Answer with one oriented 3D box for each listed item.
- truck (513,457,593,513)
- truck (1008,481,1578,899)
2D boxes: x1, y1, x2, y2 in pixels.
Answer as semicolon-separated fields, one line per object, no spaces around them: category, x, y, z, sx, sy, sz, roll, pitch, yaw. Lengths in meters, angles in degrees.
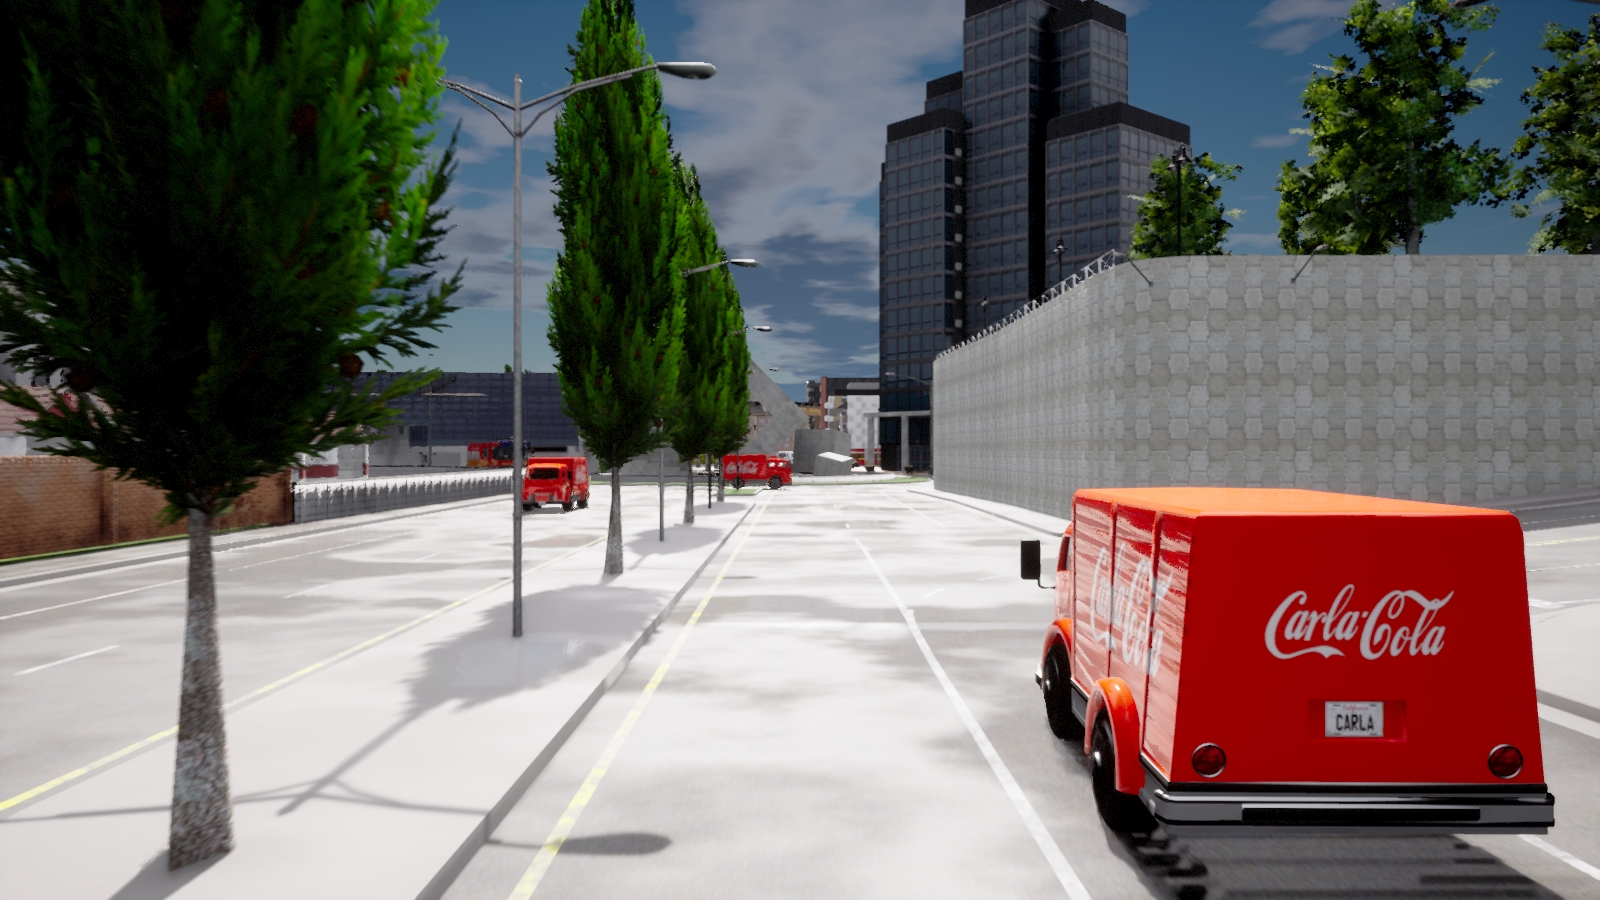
truck;-11.496;1.568;53.549;2.627;2.467;5.204;0;0;0
truck;3.498;1.568;9.625;2.627;2.467;5.204;0;0;1
